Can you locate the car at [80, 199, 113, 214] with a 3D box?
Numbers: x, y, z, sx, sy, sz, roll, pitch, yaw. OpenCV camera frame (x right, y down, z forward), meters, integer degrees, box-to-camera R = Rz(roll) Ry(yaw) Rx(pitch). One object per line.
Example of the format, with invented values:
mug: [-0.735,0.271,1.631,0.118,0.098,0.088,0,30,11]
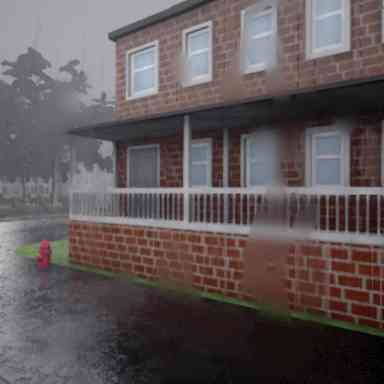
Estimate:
car: [-7.974,1.430,28.710,1.837,1.490,4.892,0,0,36]
